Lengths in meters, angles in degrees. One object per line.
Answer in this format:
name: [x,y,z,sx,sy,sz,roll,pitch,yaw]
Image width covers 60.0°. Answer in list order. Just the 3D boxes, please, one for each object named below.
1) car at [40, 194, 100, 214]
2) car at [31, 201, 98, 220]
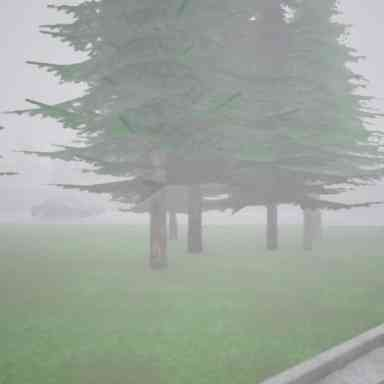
car: [-12.821,1.235,35.221,5.566,2.045,2.150,0,0,3]
car: [-10.933,1.487,28.101,5.008,1.535,1.882,0,0,3]
